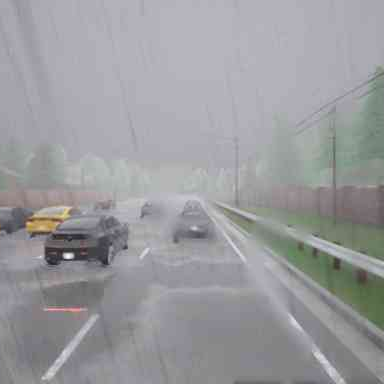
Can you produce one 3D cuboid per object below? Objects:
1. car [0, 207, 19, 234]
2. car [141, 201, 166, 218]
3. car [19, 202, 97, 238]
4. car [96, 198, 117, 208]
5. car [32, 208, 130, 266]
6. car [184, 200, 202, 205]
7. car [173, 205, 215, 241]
[{"bbox_3d":[-10.403,1.557,19.103,2.033,1.411,5.357,0,0,0],"label":"car"},{"bbox_3d":[-3.405,1.507,29.934,2.128,1.511,4.902,0,0,0],"label":"car"},{"bbox_3d":[-6.903,1.487,17.767,1.882,1.535,5.008,0,0,0],"label":"car"},{"bbox_3d":[-10.405,1.525,40.134,1.837,1.490,4.892,0,0,0],"label":"car"},{"bbox_3d":[-3.402,1.511,11.582,1.837,1.490,4.892,0,0,0],"label":"car"},{"bbox_3d":[0.094,1.565,35.177,2.033,1.411,5.357,0,0,0],"label":"car"},{"bbox_3d":[0.097,1.572,16.679,1.994,1.385,4.181,0,0,0],"label":"car"}]
